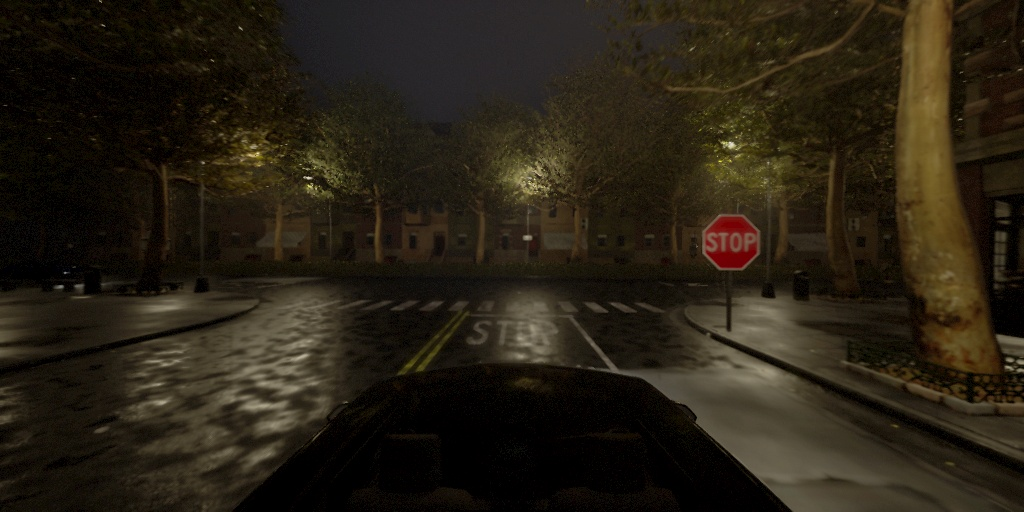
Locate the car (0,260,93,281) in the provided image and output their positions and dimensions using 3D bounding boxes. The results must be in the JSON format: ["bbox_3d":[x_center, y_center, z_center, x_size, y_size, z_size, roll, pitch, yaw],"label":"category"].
[{"bbox_3d":[-28.724,0.954,22.246,4.674,1.442,1.812,0,0,2],"label":"car"}]
